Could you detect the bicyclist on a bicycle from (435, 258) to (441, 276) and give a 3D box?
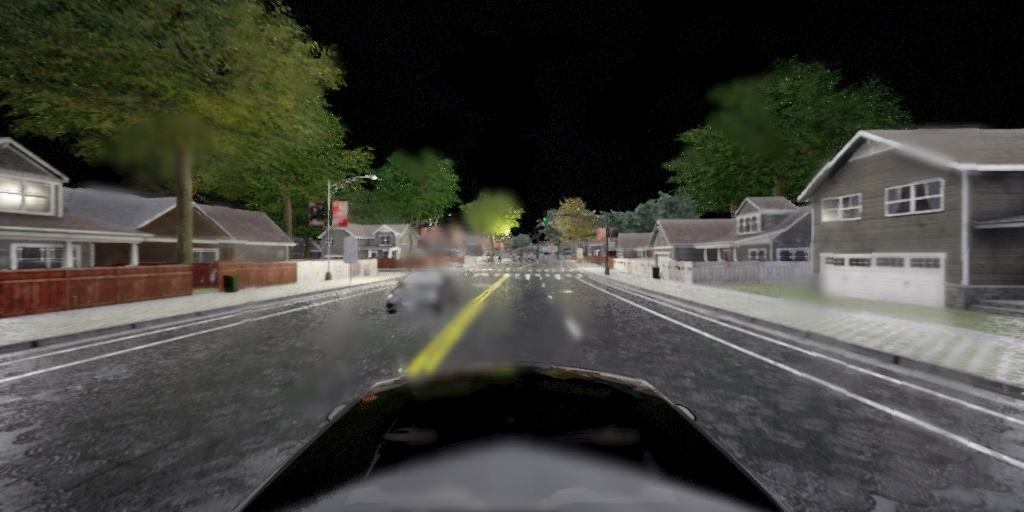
[{"bbox_3d":[-7.520,1.086,35.963,0.659,1.776,1.843,0,0,4],"label":"bicyclist on a bicycle"}]

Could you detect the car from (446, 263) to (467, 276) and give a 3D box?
[{"bbox_3d":[-5.491,1.321,33.075,1.895,1.301,4.718,0,0,4],"label":"car"}]

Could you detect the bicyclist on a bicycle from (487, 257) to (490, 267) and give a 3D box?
[{"bbox_3d":[-4.124,0.986,61.622,0.659,1.776,1.843,0,0,5],"label":"bicyclist on a bicycle"}]

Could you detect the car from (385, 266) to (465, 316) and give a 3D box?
[{"bbox_3d":[-3.172,1.266,13.569,1.812,1.442,4.674,0,0,2],"label":"car"}]
